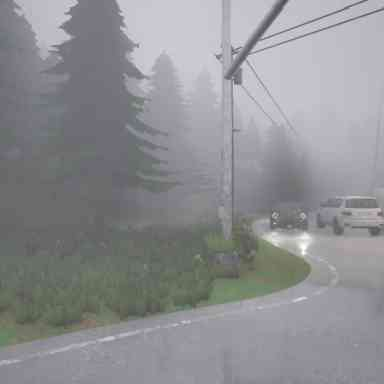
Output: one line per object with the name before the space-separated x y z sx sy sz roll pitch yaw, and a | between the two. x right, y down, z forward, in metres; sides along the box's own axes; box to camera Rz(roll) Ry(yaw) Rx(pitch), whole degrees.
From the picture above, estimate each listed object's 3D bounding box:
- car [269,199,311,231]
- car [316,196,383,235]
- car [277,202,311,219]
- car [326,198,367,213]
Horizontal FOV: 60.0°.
car | 6.028 1.385 21.103 2.097 1.767 4.553 0 0 12
car | 8.872 1.255 19.174 2.150 2.045 5.566 0 0 6
car | 9.417 1.638 30.437 1.895 1.301 4.718 0 0 32
car | 18.266 1.535 39.304 4.902 1.511 2.128 0 0 -33
